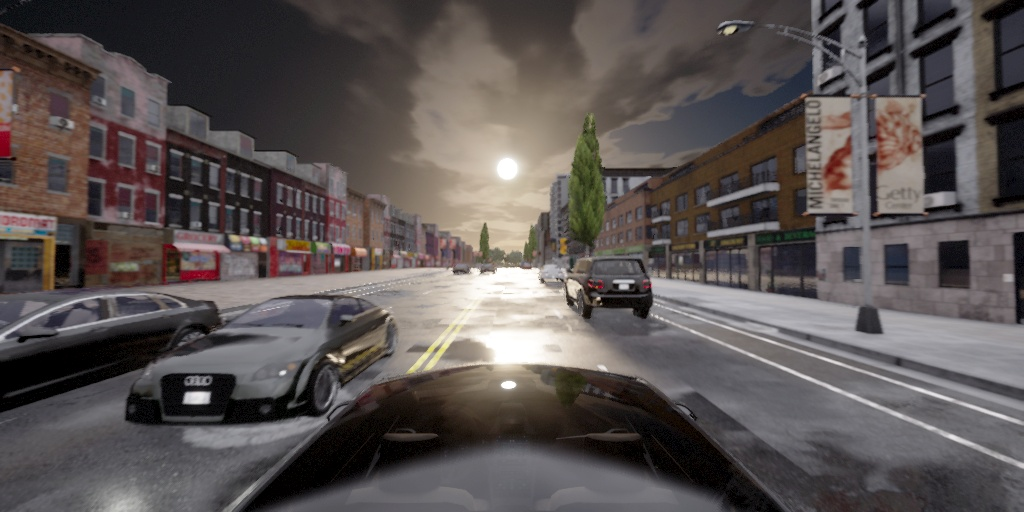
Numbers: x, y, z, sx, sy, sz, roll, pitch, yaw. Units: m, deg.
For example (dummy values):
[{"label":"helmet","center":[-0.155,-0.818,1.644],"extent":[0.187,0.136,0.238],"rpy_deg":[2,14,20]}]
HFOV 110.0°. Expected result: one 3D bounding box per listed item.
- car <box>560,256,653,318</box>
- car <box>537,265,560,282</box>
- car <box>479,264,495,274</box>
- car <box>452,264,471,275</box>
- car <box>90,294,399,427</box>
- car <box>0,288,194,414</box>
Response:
[{"label":"car","center":[3.349,1.030,13.416],"extent":[2.150,2.045,5.566],"rpy_deg":[0,0,0]},{"label":"car","center":[3.350,1.485,31.203],"extent":[1.812,1.442,4.674],"rpy_deg":[0,-1,0]},{"label":"car","center":[-3.319,1.750,49.100],"extent":[1.994,1.385,4.181],"rpy_deg":[0,-1,0]},{"label":"car","center":[-6.572,1.706,47.232],"extent":[2.033,1.411,5.357],"rpy_deg":[0,-1,0]},{"label":"car","center":[-3.350,1.331,5.806],"extent":[1.994,1.385,4.181],"rpy_deg":[0,0,0]},{"label":"car","center":[-6.599,1.255,5.012],"extent":[2.128,1.511,4.902],"rpy_deg":[0,0,0]}]
